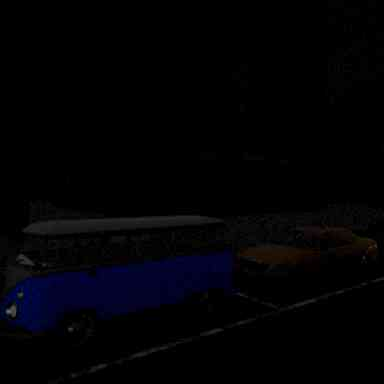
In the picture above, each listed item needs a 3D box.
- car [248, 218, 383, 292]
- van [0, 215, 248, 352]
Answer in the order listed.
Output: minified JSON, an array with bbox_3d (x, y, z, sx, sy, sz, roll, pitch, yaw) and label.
[{"bbox_3d":[3.185,1.527,8.936,4.829,1.417,1.752,0,0,-36],"label":"car"},{"bbox_3d":[-1.099,1.341,5.871,3.998,1.788,1.690,0,0,-36],"label":"van"}]
